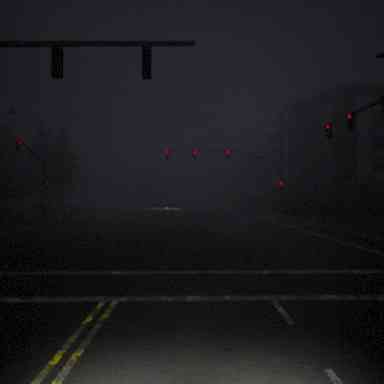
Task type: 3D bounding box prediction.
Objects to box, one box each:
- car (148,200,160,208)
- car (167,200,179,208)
[{"bbox_3d":[-6.991,2.220,61.925,2.033,1.411,5.357,0,-1,0],"label":"car"},{"bbox_3d":[-3.502,2.228,61.117,1.994,1.385,4.181,0,-1,1],"label":"car"}]
